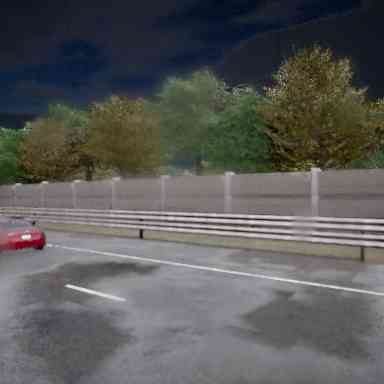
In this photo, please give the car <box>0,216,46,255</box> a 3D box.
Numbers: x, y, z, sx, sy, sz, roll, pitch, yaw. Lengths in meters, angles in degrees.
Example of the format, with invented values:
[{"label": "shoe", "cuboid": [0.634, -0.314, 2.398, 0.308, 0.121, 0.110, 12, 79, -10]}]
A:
[{"label": "car", "cuboid": [-7.951, 1.706, 13.862, 4.181, 1.385, 1.994, -1, 0, 36]}]
